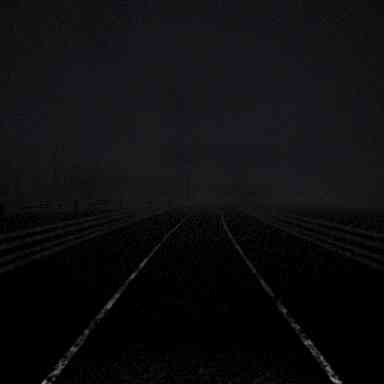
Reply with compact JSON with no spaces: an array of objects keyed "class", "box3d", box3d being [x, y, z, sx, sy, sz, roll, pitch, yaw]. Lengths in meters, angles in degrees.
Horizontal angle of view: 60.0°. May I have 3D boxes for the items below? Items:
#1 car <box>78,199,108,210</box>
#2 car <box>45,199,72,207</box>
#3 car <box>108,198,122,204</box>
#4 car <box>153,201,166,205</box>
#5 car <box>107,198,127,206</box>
[{"class":"car","box3d":[-14.329,1.801,47.387,1.895,1.301,4.718,0,-1,16]},{"class":"car","box3d":[-20.501,1.752,51.043,2.128,1.511,4.902,0,-1,16]},{"class":"car","box3d":[-14.380,1.961,59.719,1.895,1.301,4.718,0,-1,17]},{"class":"car","box3d":[-6.202,2.166,73.875,1.895,1.301,4.718,0,-1,18]},{"class":"car","box3d":[-15.358,1.975,68.248,1.837,1.490,4.892,0,-1,17]}]
